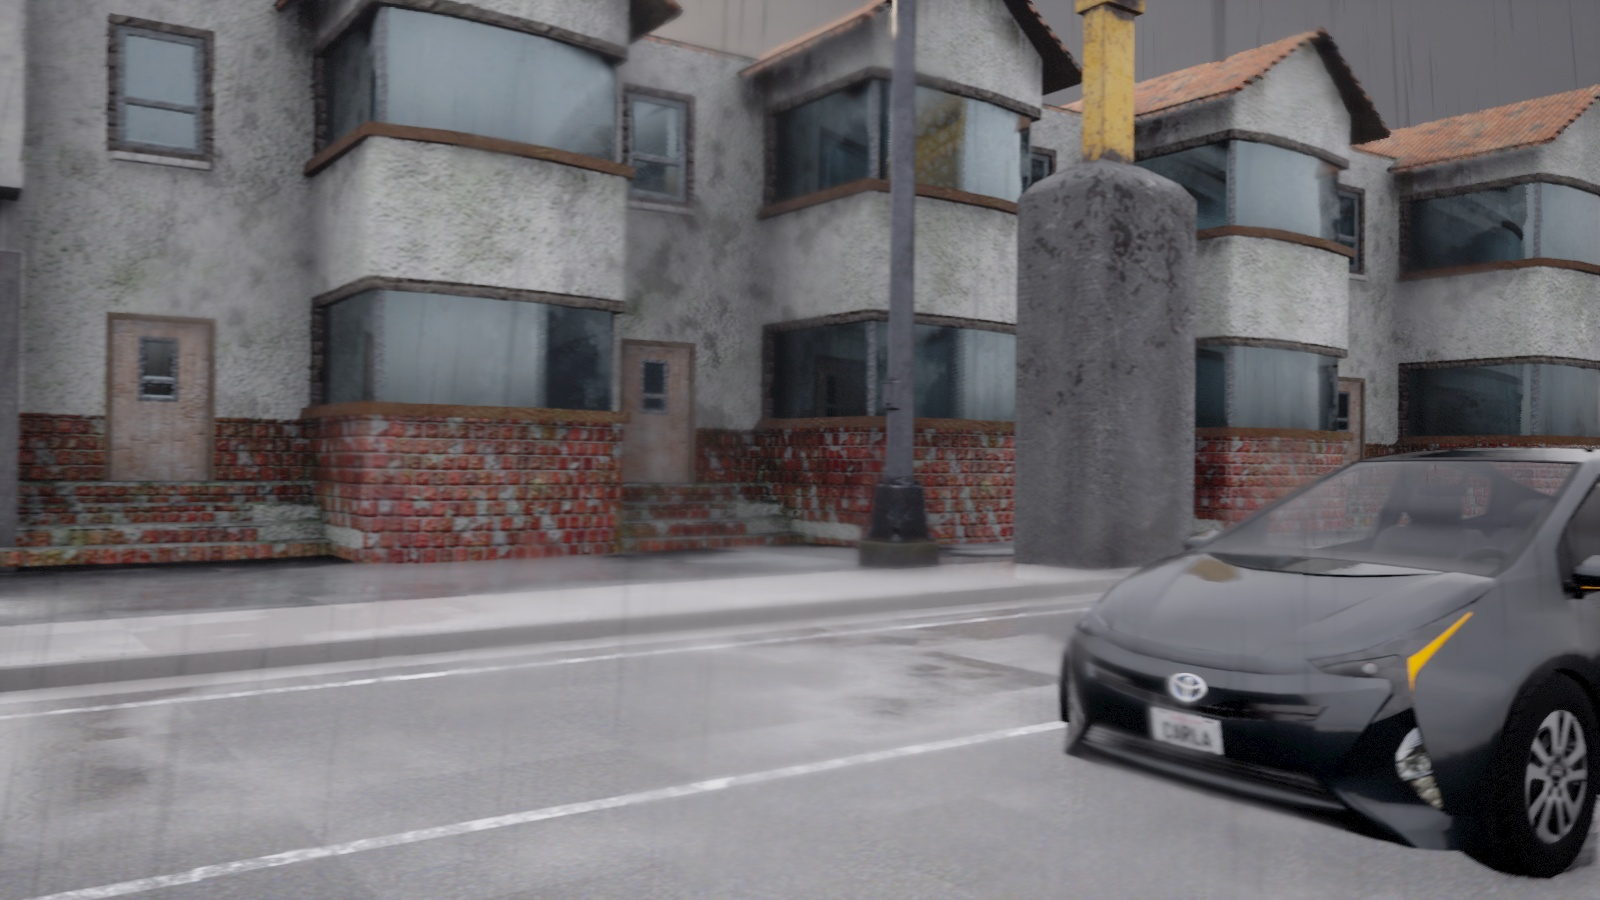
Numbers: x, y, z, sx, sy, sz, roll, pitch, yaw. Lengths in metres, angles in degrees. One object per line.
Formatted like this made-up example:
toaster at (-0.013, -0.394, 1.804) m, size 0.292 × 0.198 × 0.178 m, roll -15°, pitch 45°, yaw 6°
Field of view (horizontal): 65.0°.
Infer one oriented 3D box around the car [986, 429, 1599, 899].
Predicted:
car at (3.243, 0.700, 5.910) m, size 4.514 × 1.525 × 2.007 m, roll 0°, pitch 0°, yaw -34°
